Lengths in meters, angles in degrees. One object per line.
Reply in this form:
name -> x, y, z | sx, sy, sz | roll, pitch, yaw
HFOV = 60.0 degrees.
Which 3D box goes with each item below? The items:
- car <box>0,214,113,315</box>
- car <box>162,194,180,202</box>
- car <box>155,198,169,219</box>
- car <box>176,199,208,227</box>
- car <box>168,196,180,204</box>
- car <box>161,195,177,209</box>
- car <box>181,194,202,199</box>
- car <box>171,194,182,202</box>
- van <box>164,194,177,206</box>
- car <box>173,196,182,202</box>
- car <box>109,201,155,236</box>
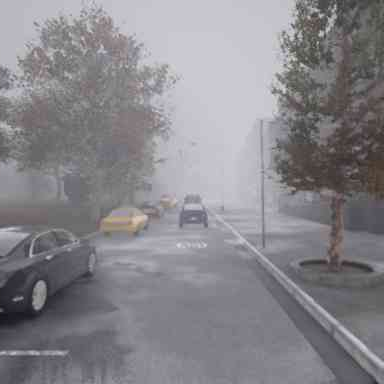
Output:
car -> -3.654, 1.503, 7.555 | 2.231, 1.521, 4.892 | 0, 0, 2
car -> -3.655, 1.324, 52.159 | 2.435, 2.045, 5.566 | 0, 0, 2
car -> -3.653, 1.578, 29.875 | 2.163, 1.488, 4.792 | 0, 0, 2
car -> 0.098, 1.535, 23.478 | 1.882, 1.535, 5.008 | 0, 0, 0
car -> -3.656, 1.601, 68.834 | 2.097, 1.535, 5.008 | 0, 0, 2
car -> -3.655, 1.569, 46.554 | 2.097, 1.535, 5.008 | 0, 0, 2
car -> 0.098, 1.306, 42.191 | 2.150, 2.045, 5.566 | 0, 0, 0
car -> -3.658, 1.499, 79.950 | 2.185, 1.767, 4.553 | 0, 0, 2
van -> -3.652, 1.357, 57.817 | 1.878, 1.987, 4.442 | 0, 0, 2
car -> -3.657, 1.676, 85.549 | 2.002, 1.452, 4.674 | 0, 0, 2
car -> -3.647, 1.525, 18.889 | 1.946, 1.575, 5.366 | 0, 0, 2
